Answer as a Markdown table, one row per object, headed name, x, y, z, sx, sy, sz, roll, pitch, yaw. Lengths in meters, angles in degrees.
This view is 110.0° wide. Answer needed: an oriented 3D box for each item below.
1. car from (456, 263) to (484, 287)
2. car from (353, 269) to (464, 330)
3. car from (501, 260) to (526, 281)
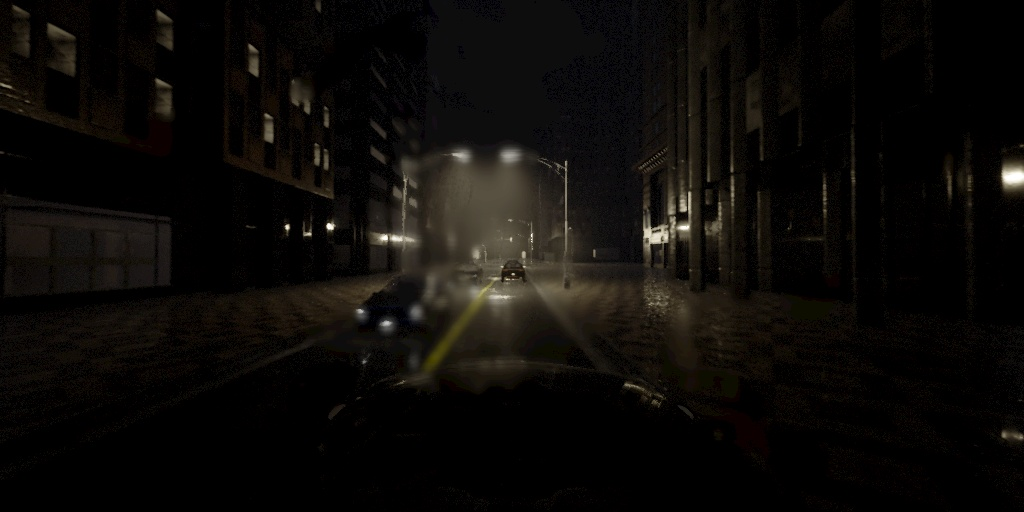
| name | x | y | z | sx | sy | sz | roll | pitch | yaw |
| --- | --- | --- | --- | --- | --- | --- | --- | --- | --- |
| car | -3.000 | 1.240 | 24.746 | 1.882 | 1.535 | 5.008 | 0 | 0 | 0 |
| car | -3.041 | 1.303 | 11.469 | 2.033 | 1.411 | 5.357 | 0 | 0 | 1 |
| car | 0.099 | 1.242 | 29.747 | 1.882 | 1.535 | 5.008 | 0 | 0 | 0 |
